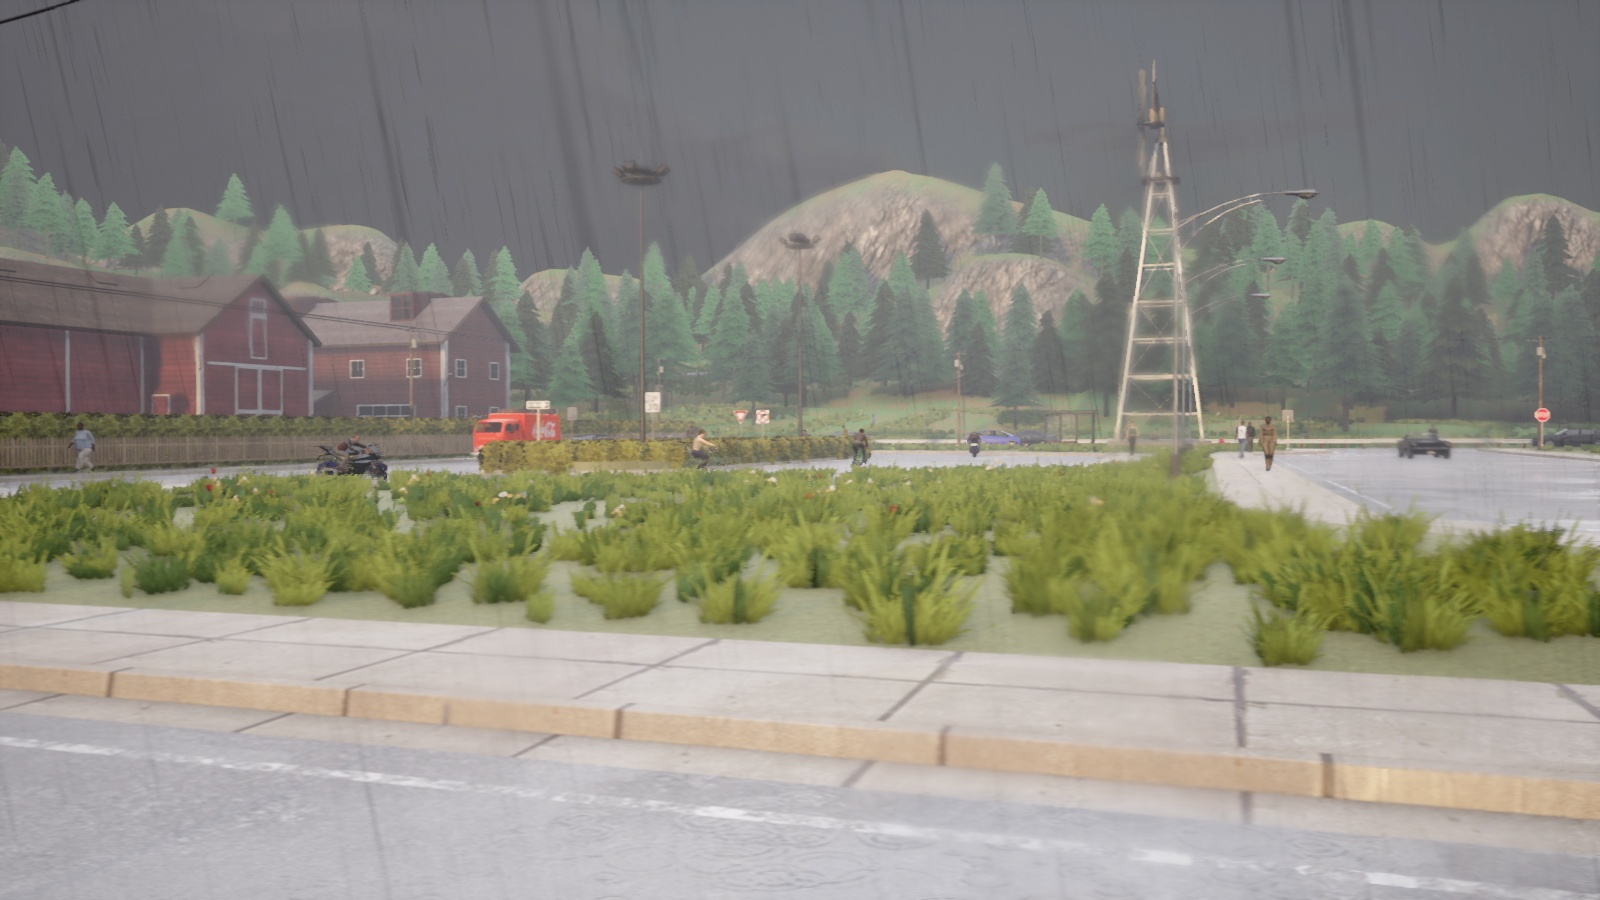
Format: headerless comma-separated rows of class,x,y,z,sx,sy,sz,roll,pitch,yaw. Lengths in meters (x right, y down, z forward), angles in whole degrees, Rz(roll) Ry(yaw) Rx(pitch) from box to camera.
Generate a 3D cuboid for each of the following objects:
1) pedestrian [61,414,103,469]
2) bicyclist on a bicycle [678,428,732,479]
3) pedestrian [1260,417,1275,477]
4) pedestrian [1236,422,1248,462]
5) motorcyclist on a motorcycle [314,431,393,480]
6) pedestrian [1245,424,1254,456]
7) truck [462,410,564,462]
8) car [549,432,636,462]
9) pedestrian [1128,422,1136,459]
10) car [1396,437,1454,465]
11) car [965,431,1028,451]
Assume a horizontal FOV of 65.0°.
pedestrian,-24.684,-0.293,43.164,0.874,1.855,0.900,0,1,15
bicyclist on a bicycle,-3.038,0.111,40.218,1.509,1.612,0.866,0,-1,-27
pedestrian,15.208,-0.116,40.870,0.396,1.930,0.692,0,1,17
pedestrian,20.293,-0.366,57.694,0.354,1.836,0.706,1,1,32
motorcyclist on a motorcycle,-14.177,0.176,39.917,2.191,1.530,0.866,0,2,-4
pedestrian,25.654,-0.570,71.634,0.431,1.840,0.703,1,1,25
truck,-14.269,-0.710,62.722,2.627,2.467,5.204,1,1,19
car,-10.385,-0.172,63.309,2.033,1.411,5.357,1,1,19
pedestrian,16.765,-0.471,63.461,0.345,1.836,0.594,0,1,11
car,31.123,0.038,62.647,1.895,1.301,4.718,0,1,18
car,15.238,-0.724,97.323,4.514,1.525,2.007,0,1,19
